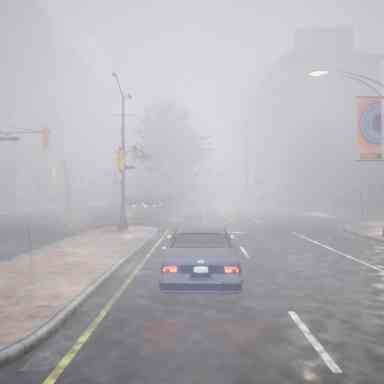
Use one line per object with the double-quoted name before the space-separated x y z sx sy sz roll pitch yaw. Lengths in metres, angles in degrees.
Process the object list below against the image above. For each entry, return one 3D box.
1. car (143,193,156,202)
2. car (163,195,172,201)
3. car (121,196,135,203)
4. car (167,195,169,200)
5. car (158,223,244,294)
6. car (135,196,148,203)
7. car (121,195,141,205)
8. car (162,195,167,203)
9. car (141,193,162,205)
"car" -10.036 1.225 78.741 2.150 2.045 5.566 0 0 1
"car" -6.387 1.478 86.642 1.882 1.535 5.008 0 0 1
"car" -13.453 1.595 69.845 1.895 1.301 4.718 0 0 1
"car" -6.577 1.525 76.548 2.128 1.511 4.902 0 0 1
"car" 0.231 1.547 8.949 2.033 1.411 5.357 0 0 1
"car" -10.244 1.505 68.056 1.837 1.490 4.892 0 0 1
"car" -10.506 1.352 57.881 2.097 1.767 4.553 0 0 1
"car" -6.788 1.352 66.775 2.097 1.767 4.553 0 0 1
"car" -7.006 1.352 58.003 2.097 1.767 4.553 0 0 1
